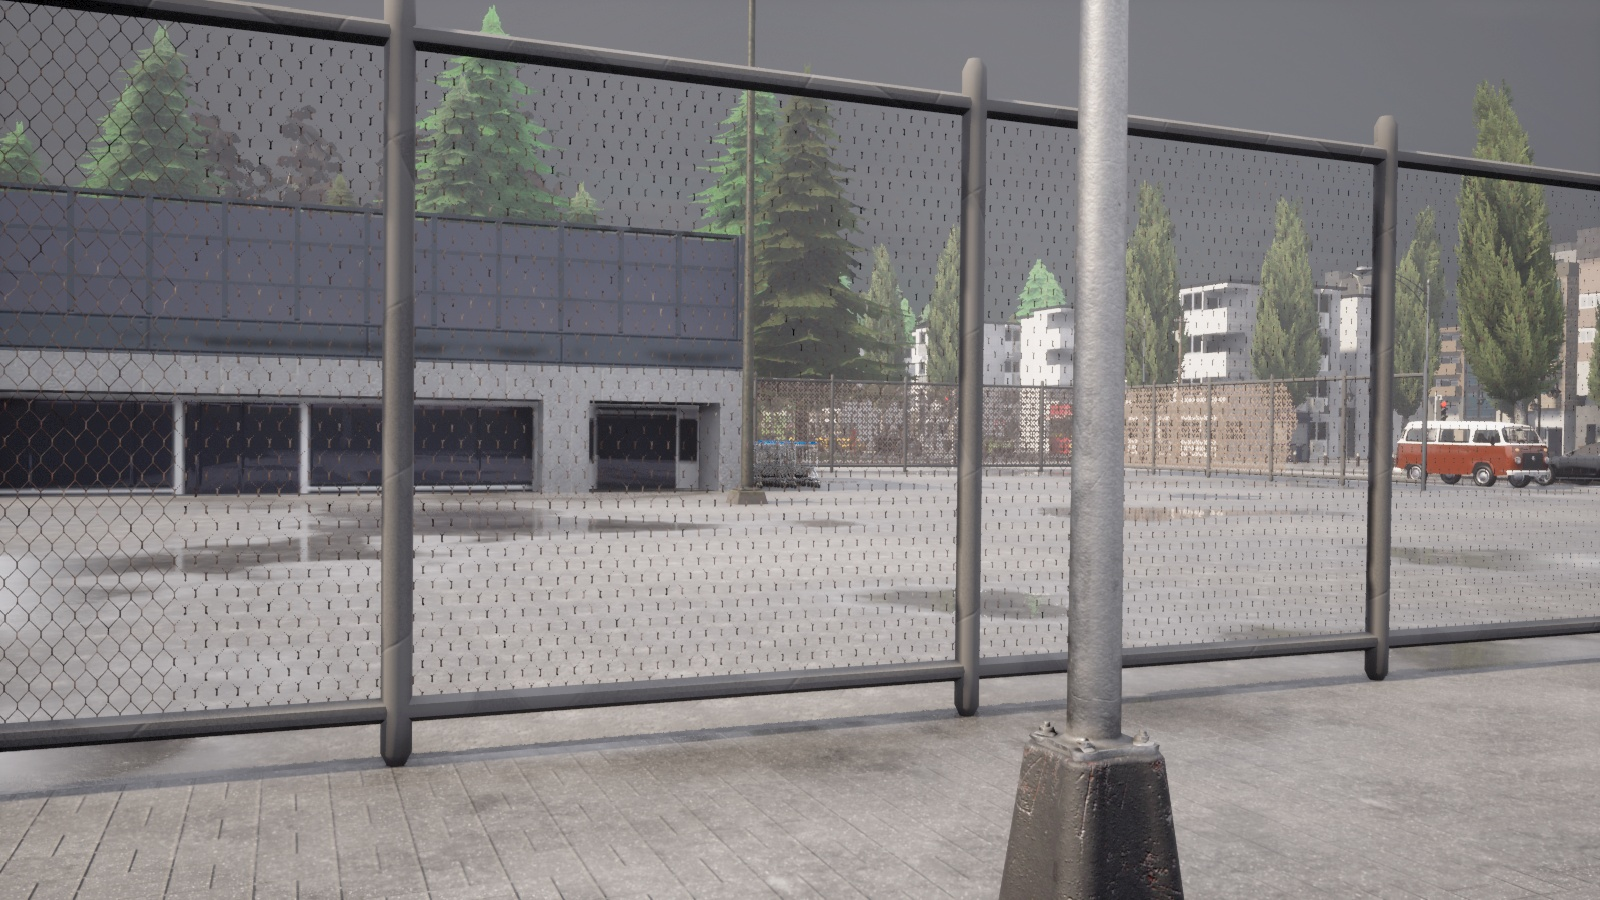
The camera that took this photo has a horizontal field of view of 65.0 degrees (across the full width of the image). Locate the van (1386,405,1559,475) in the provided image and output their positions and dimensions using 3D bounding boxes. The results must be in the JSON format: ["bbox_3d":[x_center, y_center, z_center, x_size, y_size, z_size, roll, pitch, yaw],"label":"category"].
[{"bbox_3d":[20.856,-0.341,39.153,2.069,2.038,4.480,-1,1,-22],"label":"van"}]

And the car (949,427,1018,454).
[{"bbox_3d":[10.830,-0.581,74.311,2.007,1.525,4.514,-1,1,-22],"label":"car"}]

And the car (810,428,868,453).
[{"bbox_3d":[2.559,-0.657,83.993,1.801,1.575,5.366,-1,1,-22],"label":"car"}]

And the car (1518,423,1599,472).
[{"bbox_3d":[25.242,-0.109,39.003,2.163,1.488,4.792,-1,1,-22],"label":"car"}]

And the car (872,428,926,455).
[{"bbox_3d":[5.938,-0.520,75.749,1.789,1.549,3.705,-1,1,-21],"label":"car"}]
